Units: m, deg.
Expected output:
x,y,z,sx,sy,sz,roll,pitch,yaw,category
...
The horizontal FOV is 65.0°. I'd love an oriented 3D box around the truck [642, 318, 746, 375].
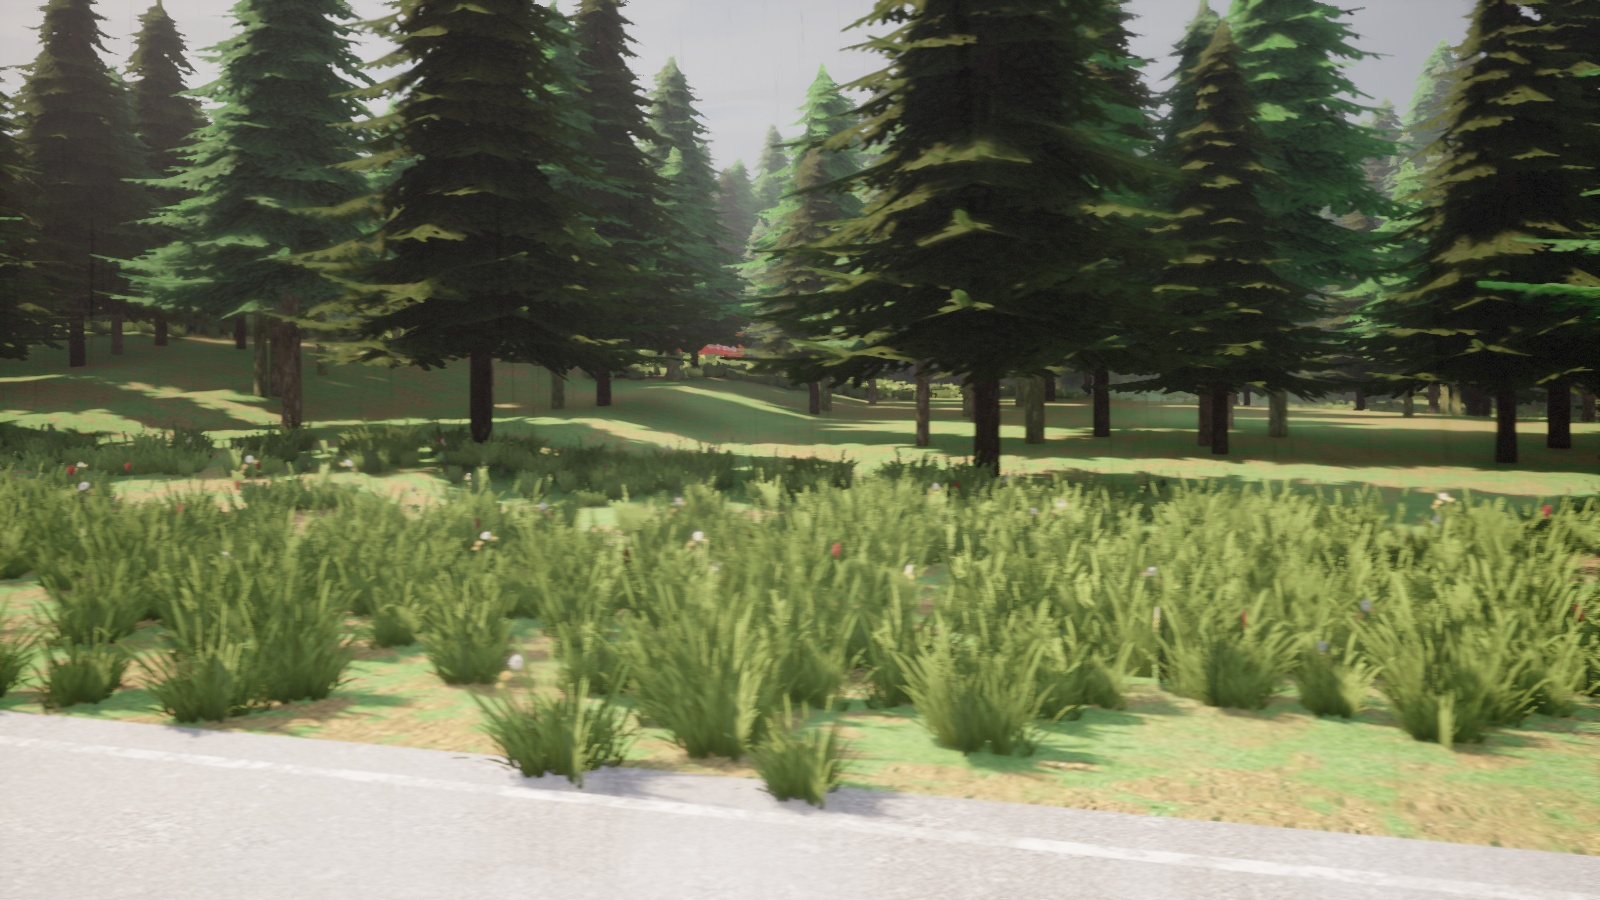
x,y,z,sx,sy,sz,roll,pitch,yaw,category
-5.966,-5.810,71.142,5.204,2.467,2.627,6,-3,-43,truck
